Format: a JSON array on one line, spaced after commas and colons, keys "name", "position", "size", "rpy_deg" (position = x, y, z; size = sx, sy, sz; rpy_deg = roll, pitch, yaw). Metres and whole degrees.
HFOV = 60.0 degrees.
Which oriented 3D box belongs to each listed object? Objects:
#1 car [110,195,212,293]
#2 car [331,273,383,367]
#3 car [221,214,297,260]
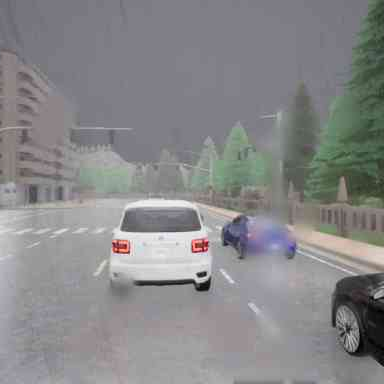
[{"name": "car", "position": [-0.809, 1.221, 9.042], "size": [2.150, 2.045, 5.566], "rpy_deg": [0, 0, -5]}, {"name": "car", "position": [3.117, 1.492, 3.177], "size": [2.128, 1.511, 4.902], "rpy_deg": [0, 0, -3]}, {"name": "car", "position": [2.333, 1.526, 12.404], "size": [1.812, 1.442, 4.674], "rpy_deg": [0, 0, -6]}]
